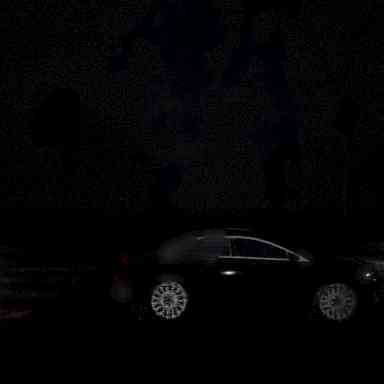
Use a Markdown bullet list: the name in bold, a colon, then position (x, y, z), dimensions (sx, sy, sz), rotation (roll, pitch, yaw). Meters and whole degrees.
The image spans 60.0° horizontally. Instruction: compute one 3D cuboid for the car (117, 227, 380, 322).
- **car**: position (1.010, 1.468, 6.586), dimensions (4.902, 1.511, 2.128), rotation (0, 0, 1)
